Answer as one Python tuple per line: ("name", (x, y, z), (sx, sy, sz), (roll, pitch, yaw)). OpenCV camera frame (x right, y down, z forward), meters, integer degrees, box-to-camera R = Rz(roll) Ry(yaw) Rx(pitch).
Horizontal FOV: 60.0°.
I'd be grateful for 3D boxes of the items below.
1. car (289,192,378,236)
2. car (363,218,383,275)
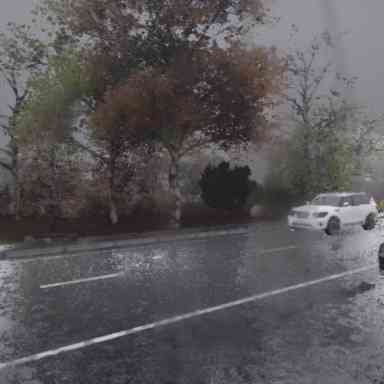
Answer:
("car", (7.594, 1.059, 17.633), (5.566, 2.045, 2.150), (-1, 0, -34))
("car", (6.508, 1.406, 8.209), (4.892, 1.490, 1.837), (0, 0, -34))
